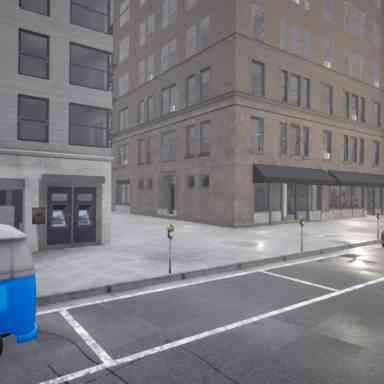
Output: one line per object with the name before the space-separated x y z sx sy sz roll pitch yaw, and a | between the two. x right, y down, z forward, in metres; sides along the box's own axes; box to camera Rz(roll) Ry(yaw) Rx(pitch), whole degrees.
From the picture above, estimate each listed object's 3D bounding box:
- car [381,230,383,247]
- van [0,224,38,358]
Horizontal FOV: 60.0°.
car | 9.412 1.585 13.472 4.313 1.339 1.947 0 1 -36
van | -3.973 1.341 3.916 3.998 1.788 1.690 0 1 -36
